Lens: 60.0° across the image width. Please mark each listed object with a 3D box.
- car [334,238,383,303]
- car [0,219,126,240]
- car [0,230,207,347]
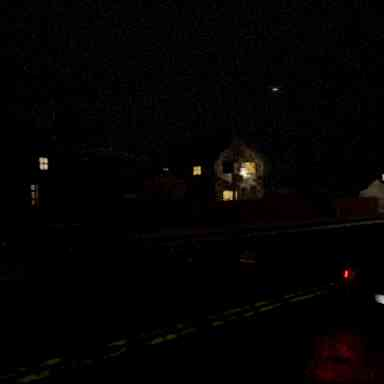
[{"bbox_3d":[5.189,1.608,7.136,4.718,1.301,1.895,0,0,-35],"label":"car"},{"bbox_3d":[-4.014,1.494,8.805,4.902,1.511,2.128,0,0,-35],"label":"car"},{"bbox_3d":[-2.100,1.603,6.178,4.718,1.301,1.895,0,0,-35],"label":"car"}]
